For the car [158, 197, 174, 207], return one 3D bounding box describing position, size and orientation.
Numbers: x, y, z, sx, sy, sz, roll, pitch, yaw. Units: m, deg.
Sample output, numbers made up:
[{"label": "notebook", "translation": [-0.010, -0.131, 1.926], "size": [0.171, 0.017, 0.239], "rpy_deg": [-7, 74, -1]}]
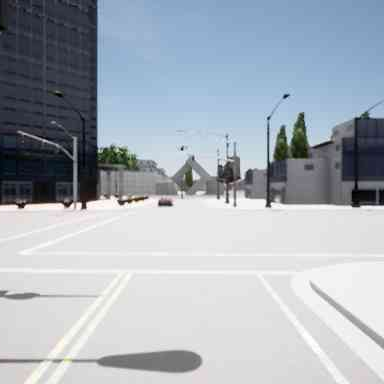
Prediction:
[{"label": "car", "translation": [-3.569, 1.277, 45.419], "size": [1.895, 1.301, 4.718], "rpy_deg": [0, 0, 0]}]
